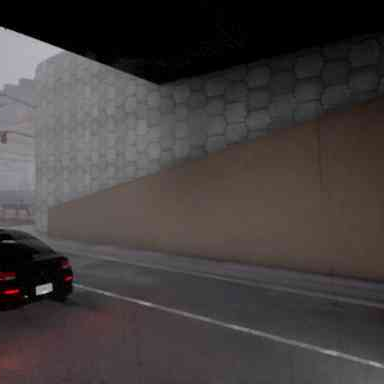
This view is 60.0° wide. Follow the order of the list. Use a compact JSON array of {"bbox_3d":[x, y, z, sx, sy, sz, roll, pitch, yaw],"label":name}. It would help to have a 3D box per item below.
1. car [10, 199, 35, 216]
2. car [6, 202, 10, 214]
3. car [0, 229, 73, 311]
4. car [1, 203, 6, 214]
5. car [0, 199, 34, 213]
[{"bbox_3d":[-13.979,1.335,30.997,4.536,1.218,1.853,0,0,1],"label":"car"},{"bbox_3d":[-14.031,1.492,30.997,4.974,1.542,2.038,0,0,1],"label":"car"},{"bbox_3d":[-4.458,1.536,7.163,4.674,1.442,1.812,0,0,36],"label":"car"},{"bbox_3d":[-17.720,1.498,33.758,2.038,1.542,4.974,0,0,-9],"label":"car"},{"bbox_3d":[-17.729,1.341,33.809,1.853,1.218,4.536,0,0,-9],"label":"car"}]
